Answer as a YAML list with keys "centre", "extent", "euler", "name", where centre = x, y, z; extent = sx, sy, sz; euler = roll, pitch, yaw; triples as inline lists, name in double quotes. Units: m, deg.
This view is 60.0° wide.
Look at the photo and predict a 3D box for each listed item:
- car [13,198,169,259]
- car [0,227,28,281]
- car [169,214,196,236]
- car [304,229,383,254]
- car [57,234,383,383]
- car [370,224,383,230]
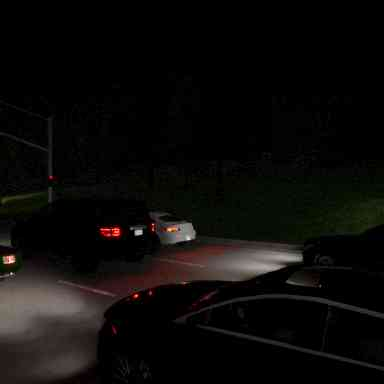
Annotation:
- centre: [-3.658, 1.221, 10.848]
  extent: [5.566, 2.045, 2.150]
  euler: [0, 0, 36]
  name: "car"
- centre: [-6.423, 1.601, 8.527]
  extent: [4.718, 1.301, 1.895]
  euler: [0, 0, 36]
  name: "car"
- centre: [-2.012, 1.526, 13.977]
  extent: [4.674, 1.442, 1.812]
  euler: [0, 0, 36]
  name: "car"
- centre: [4.713, 1.547, 4.933]
  extent: [5.357, 1.411, 2.033]
  euler: [0, 0, 35]
  name: "car"
- centre: [1.119, 1.492, 3.193]
  extent: [4.902, 1.511, 2.128]
  euler: [0, 0, 35]
  name: "car"
- centre: [5.338, 1.526, 8.763]
  extent: [4.674, 1.442, 1.812]
  euler: [0, 0, 35]
  name: "car"
